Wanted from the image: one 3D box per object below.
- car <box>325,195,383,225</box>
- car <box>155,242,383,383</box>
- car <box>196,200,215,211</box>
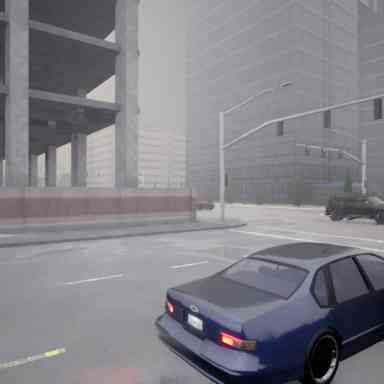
[{"bbox_3d":[12.527,1.221,24.284,2.150,2.045,5.566,0,0,-36],"label":"car"},{"bbox_3d":[2.091,1.547,5.281,5.357,1.411,2.033,0,0,-35],"label":"car"},{"bbox_3d":[0.723,1.599,40.526,1.895,1.301,4.718,0,0,-36],"label":"car"}]
